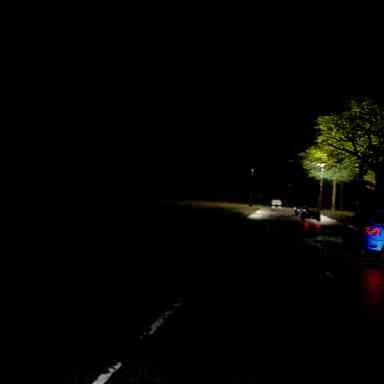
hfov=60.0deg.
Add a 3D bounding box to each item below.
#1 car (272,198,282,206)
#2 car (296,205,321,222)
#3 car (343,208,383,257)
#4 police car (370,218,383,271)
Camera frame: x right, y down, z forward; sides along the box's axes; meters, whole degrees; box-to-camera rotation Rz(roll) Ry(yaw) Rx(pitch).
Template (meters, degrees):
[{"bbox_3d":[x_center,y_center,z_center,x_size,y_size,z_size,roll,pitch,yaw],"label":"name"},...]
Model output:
[{"bbox_3d":[22.652,2.720,88.968,2.150,2.045,5.566,3,0,14],"label":"car"},{"bbox_3d":[13.140,2.426,36.936,2.128,1.511,4.902,3,0,15],"label":"car"},{"bbox_3d":[8.510,1.792,15.256,2.150,2.045,5.566,3,0,15],"label":"car"},{"bbox_3d":[6.977,1.872,9.532,1.930,1.638,5.238,3,0,15],"label":"police car"}]
